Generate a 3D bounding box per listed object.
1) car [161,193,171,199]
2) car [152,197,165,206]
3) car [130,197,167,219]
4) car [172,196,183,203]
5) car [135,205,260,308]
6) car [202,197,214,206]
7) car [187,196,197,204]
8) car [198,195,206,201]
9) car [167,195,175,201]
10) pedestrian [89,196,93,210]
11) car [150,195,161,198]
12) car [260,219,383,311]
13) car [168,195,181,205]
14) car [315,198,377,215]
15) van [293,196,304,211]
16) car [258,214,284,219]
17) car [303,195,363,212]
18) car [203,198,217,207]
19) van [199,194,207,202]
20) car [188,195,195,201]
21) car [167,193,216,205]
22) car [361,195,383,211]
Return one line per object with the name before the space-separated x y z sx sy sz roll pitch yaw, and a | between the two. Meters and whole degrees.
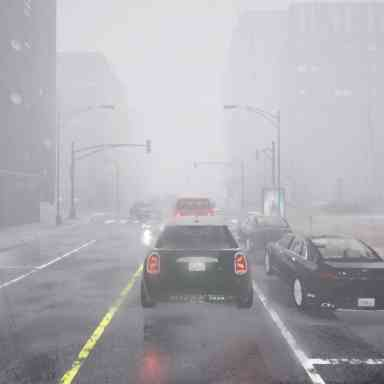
car | -3.137 1.240 51.021 2.150 2.045 5.566 0 0 0
car | -5.697 1.566 56.940 1.887 1.381 4.507 1 0 0
car | -3.582 1.478 26.033 2.128 1.511 4.902 0 1 -21
car | -3.022 1.553 70.660 2.128 1.511 4.902 0 0 0
car | 0.098 1.354 8.065 2.097 1.767 4.553 0 0 0
car | 2.683 1.603 56.902 1.802 1.307 4.206 1 0 0
car | 0.079 1.529 63.462 1.837 1.490 4.892 0 0 0
car | 2.672 1.582 90.329 1.887 1.381 4.507 1 0 0
car | -5.708 1.603 90.366 1.947 1.339 4.313 1 0 0
pedestrian | -12.542 1.348 41.291 0.375 1.860 0.375 0 0 0
car | -5.692 1.334 51.369 2.192 1.841 5.009 1 0 0
car | 2.828 1.553 7.569 2.008 1.369 4.403 1 0 0
car | -3.088 1.375 60.590 2.097 1.767 4.553 0 0 0
car | 13.694 1.413 29.773 4.206 1.307 1.802 0 0 0
van | 13.752 1.296 38.155 3.998 1.788 1.690 0 0 0
car | 2.826 1.555 13.139 2.008 1.369 4.403 1 0 0
car | 14.977 1.385 35.553 5.008 1.535 1.882 0 -1 2
car | 2.685 1.585 51.331 1.947 1.339 4.313 1 0 0
van | 2.678 1.373 79.188 1.690 1.788 3.998 1 0 0
car | -0.029 1.561 90.370 1.812 1.442 4.674 0 0 0
car | 0.082 1.228 17.536 2.150 2.045 5.566 0 0 0
car | 19.279 1.228 38.117 5.009 1.841 2.192 0 0 0
